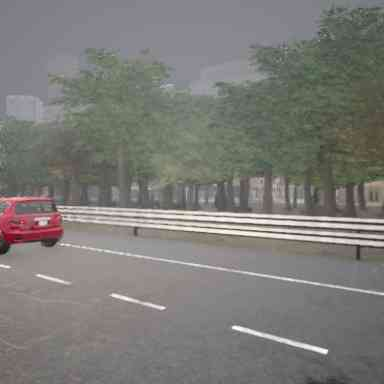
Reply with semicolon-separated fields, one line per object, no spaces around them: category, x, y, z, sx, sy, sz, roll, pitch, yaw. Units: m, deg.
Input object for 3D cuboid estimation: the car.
car;-7.571;1.225;13.583;5.566;2.045;2.150;0;0;36
